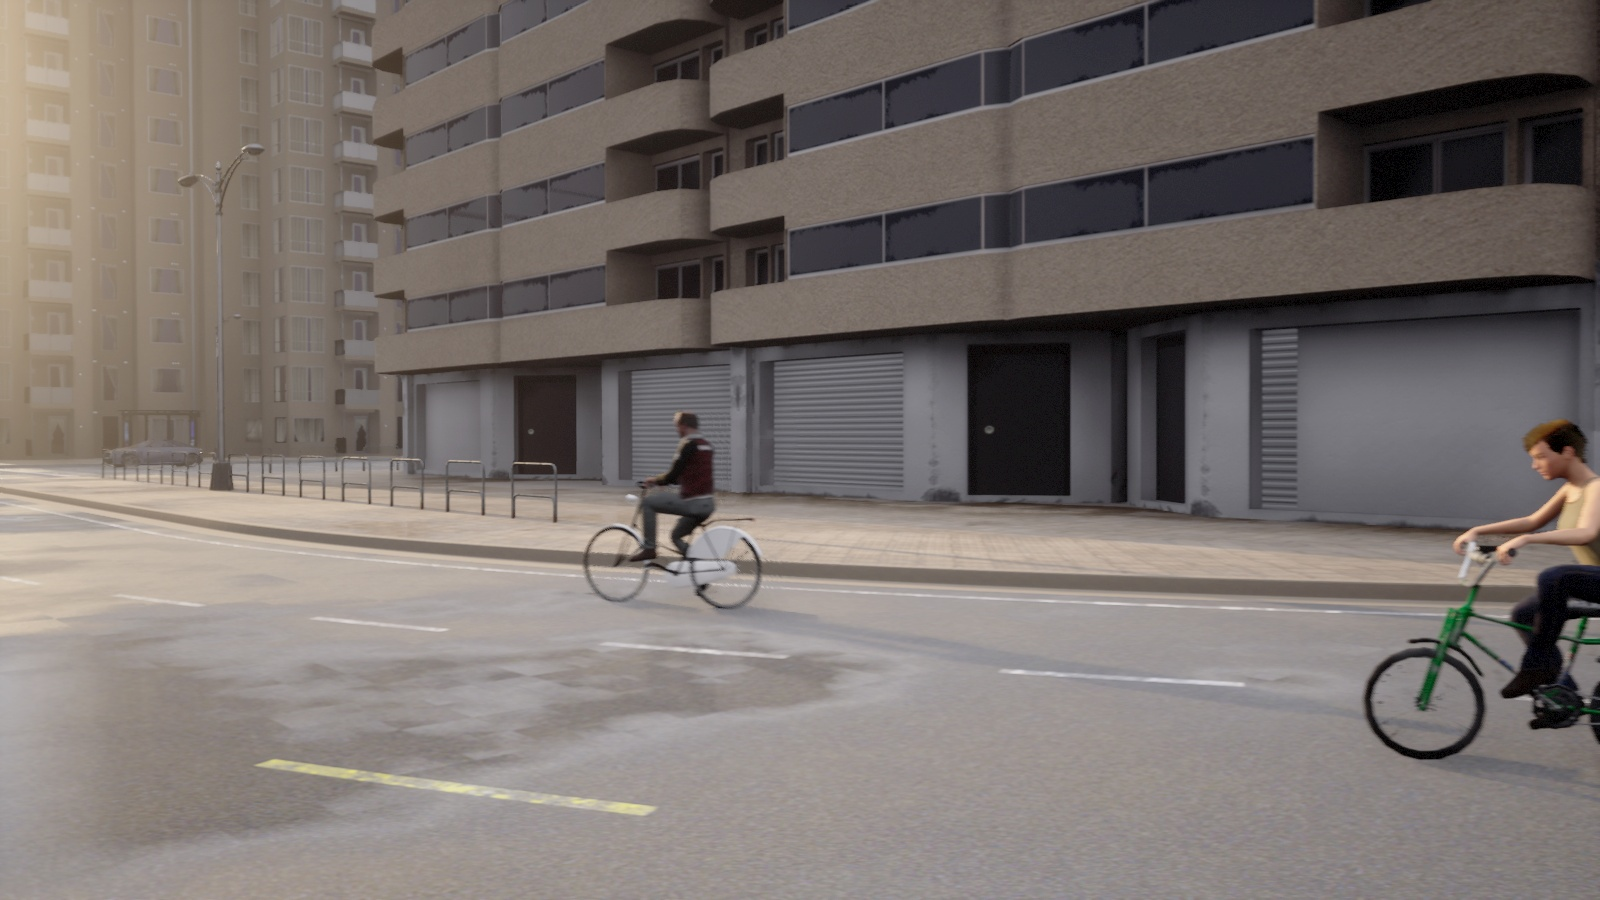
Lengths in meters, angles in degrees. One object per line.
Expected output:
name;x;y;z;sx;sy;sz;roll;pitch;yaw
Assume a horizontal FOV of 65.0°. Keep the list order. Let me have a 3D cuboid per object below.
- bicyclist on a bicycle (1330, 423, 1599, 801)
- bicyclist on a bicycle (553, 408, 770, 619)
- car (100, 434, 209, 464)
bicyclist on a bicycle;3.341;0.690;5.833;1.509;1.612;0.866;0;0;15
bicyclist on a bicycle;-1.252;0.524;11.281;1.843;1.776;0.659;1;1;24
car;-30.473;-0.067;59.312;4.181;1.385;1.994;-1;1;-43
